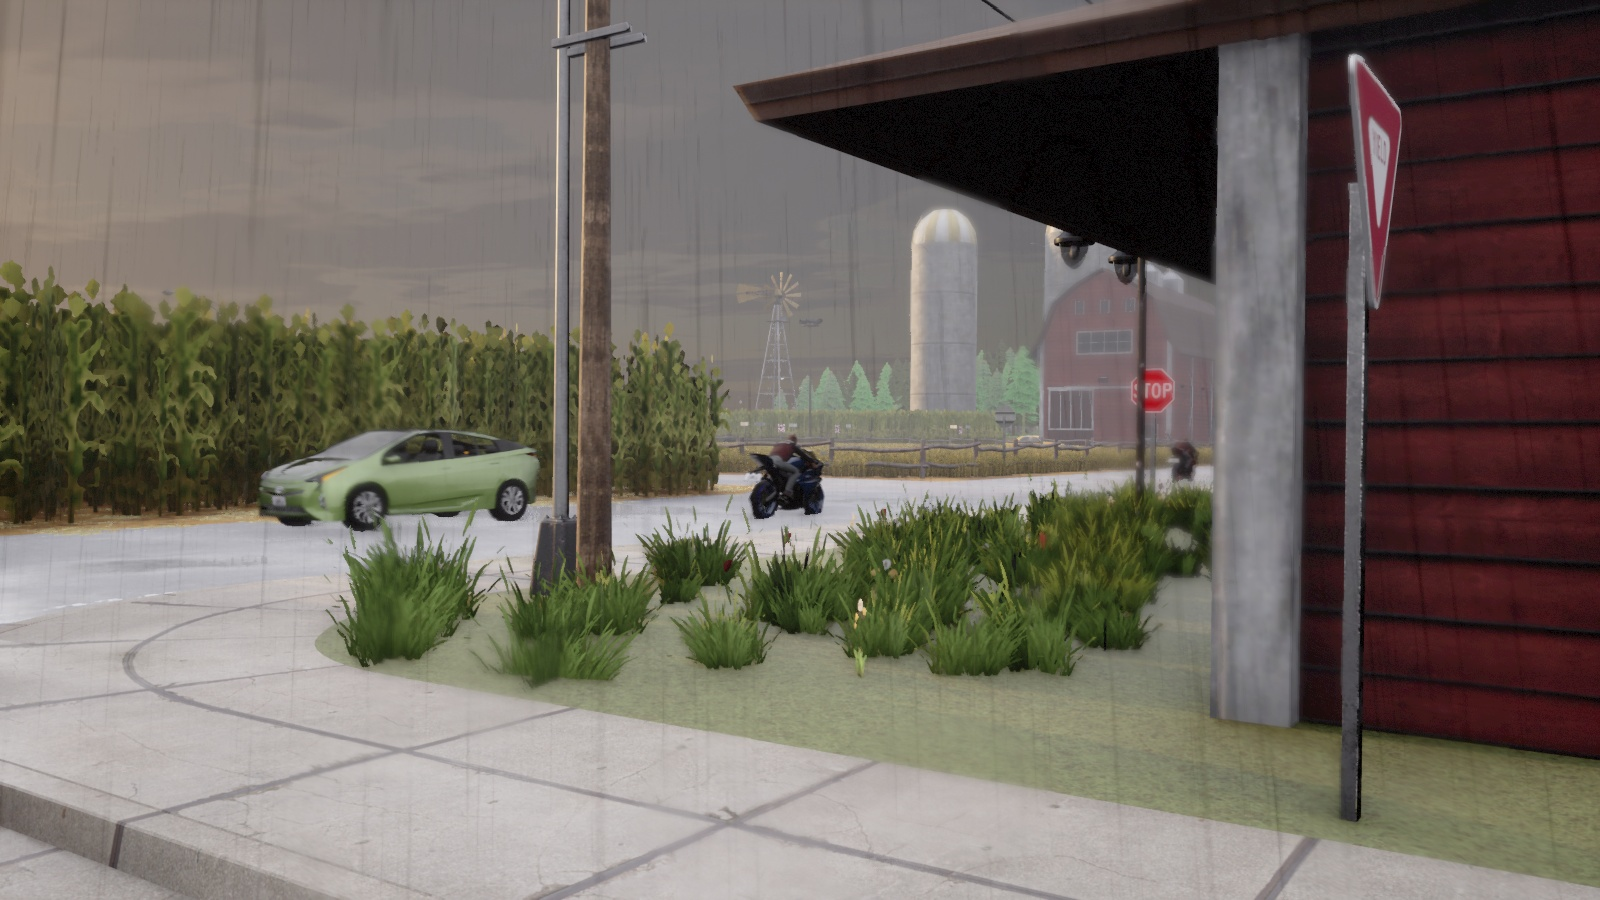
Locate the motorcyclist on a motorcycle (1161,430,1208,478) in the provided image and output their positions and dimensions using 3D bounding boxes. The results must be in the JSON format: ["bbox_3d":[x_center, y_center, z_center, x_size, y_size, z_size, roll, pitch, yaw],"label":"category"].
[{"bbox_3d":[12.603,0.117,41.134,0.866,1.530,2.191,0,1,34],"label":"motorcyclist on a motorcycle"}]

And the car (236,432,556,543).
[{"bbox_3d":[-6.231,0.490,19.876,2.007,1.525,4.514,0,1,34],"label":"car"}]

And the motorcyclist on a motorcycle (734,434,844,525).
[{"bbox_3d":[-0.167,0.487,22.539,0.866,1.530,2.191,0,1,35],"label":"motorcyclist on a motorcycle"}]
